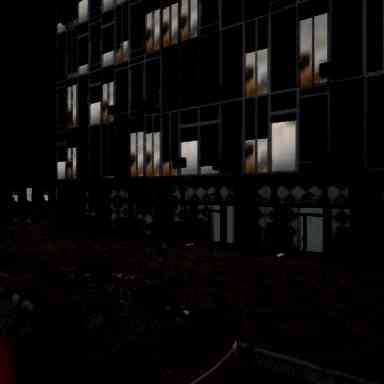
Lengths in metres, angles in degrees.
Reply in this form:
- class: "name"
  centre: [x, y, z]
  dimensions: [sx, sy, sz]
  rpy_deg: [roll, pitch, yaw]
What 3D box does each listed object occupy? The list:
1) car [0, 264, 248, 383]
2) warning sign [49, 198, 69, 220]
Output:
- class: "car"
  centre: [-1.579, 1.543, 3.847]
  dimensions: [4.507, 1.381, 1.887]
  rpy_deg: [0, 0, 36]
- class: "warning sign"
  centre: [-11.649, 1.452, 29.083]
  dimensions: [1.300, 1.860, 1.060]
  rpy_deg: [1, 1, 33]
